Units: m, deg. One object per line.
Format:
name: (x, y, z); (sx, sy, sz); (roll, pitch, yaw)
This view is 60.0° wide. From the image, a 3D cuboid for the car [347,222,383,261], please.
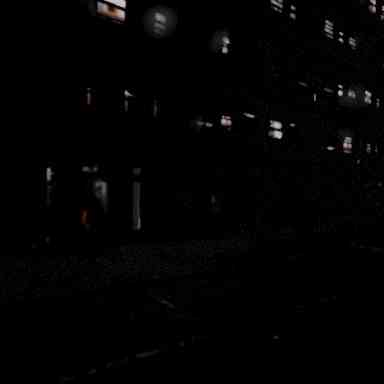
car: (7.193, 1.720, 11.688); (4.206, 1.307, 1.802); (1, 0, -36)
